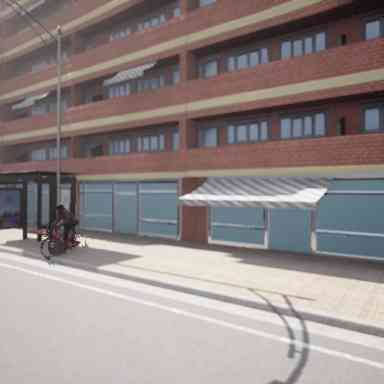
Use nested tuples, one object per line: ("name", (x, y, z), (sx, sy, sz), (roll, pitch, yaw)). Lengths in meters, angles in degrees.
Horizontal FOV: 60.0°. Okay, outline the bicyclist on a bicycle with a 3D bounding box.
("bicyclist on a bicycle", (-4.049, 1.235, 10.579), (0.582, 1.620, 1.656), (0, 1, 35))
